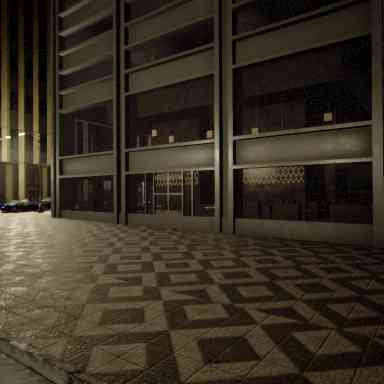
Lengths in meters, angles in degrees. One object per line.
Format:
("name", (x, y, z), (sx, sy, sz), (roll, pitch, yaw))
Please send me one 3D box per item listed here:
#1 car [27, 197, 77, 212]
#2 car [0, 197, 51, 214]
("car", (-16.002, 1.343, 38.249), (2.128, 1.511, 4.902), (0, 0, 36))
("car", (-16.240, 1.452, 32.409), (1.895, 1.301, 4.718), (0, 0, 35))
